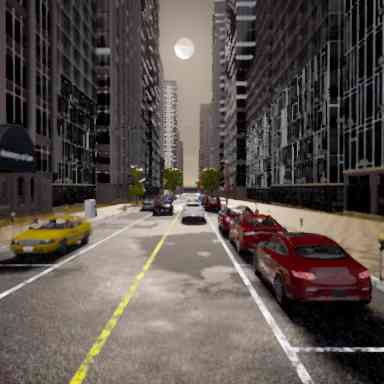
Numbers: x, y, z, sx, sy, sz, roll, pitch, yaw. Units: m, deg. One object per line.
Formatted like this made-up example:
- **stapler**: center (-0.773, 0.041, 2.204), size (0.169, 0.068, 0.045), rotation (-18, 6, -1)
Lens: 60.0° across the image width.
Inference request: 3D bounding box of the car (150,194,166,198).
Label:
- **car**: center (-5.332, 1.348, 47.268), size (2.192, 1.841, 5.009), rotation (-1, 0, 0)

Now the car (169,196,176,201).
- **car**: center (-5.331, 1.671, 92.457), size (1.802, 1.307, 4.206), rotation (-1, 0, 0)

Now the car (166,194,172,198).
- **car**: center (-5.329, 1.635, 64.214), size (1.802, 1.307, 4.206), rotation (-1, 0, 0)

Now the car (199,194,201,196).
- **car**: center (2.515, 1.355, 52.947), size (2.192, 1.841, 5.009), rotation (-1, 0, 0)

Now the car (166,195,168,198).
- **car**: center (-5.329, 1.590, 52.917), size (2.008, 1.369, 4.403), rotation (-1, 0, 0)

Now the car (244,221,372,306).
- **car**: center (2.522, 1.586, 7.756), size (1.802, 1.307, 4.206), rotation (-1, 0, 0)

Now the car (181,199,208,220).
- **car**: center (0.096, 1.542, 27.865), size (1.812, 1.442, 4.674), rotation (0, 0, 0)

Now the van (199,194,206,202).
- **van**: center (2.546, 1.415, 81.191), size (1.690, 1.788, 3.998), rotation (-1, 0, 0)

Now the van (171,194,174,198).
- **van**: center (-5.333, 1.401, 69.862), size (1.690, 1.788, 3.998), rotation (-1, 0, 0)

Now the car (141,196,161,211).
- **car**: center (-5.328, 1.579, 41.619), size (2.008, 1.369, 4.403), rotation (-1, 0, 0)

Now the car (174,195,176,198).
- **car**: center (-5.334, 1.381, 75.511), size (2.192, 1.841, 5.009), rotation (-1, 0, 0)

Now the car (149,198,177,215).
- **car**: center (-2.848, 1.585, 33.603), size (1.994, 1.385, 4.181), rotation (0, 0, 0)

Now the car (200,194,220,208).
- **car**: center (2.516, 1.343, 41.650), size (2.192, 1.841, 5.009), rotation (-1, 0, 0)

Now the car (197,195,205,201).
- **car**: center (2.549, 1.640, 92.488), size (2.008, 1.369, 4.403), rotation (-1, 0, 0)

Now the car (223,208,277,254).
- **car**: center (2.521, 1.552, 13.405), size (1.887, 1.381, 4.507), rotation (-1, 0, 0)

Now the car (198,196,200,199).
- **car**: center (0.096, 1.594, 43.786), size (1.994, 1.385, 4.181), rotation (0, 0, 0)

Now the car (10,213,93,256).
- **car**: center (-5.326, 1.532, 13.208), size (1.752, 1.417, 4.829), rotation (-1, 0, 0)

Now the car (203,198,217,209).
- **car**: center (2.519, 1.616, 47.298), size (1.802, 1.307, 4.206), rotation (-1, 0, 0)

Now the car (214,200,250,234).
- **car**: center (2.519, 1.451, 19.054), size (1.967, 1.590, 4.097), rotation (-1, 0, 0)
